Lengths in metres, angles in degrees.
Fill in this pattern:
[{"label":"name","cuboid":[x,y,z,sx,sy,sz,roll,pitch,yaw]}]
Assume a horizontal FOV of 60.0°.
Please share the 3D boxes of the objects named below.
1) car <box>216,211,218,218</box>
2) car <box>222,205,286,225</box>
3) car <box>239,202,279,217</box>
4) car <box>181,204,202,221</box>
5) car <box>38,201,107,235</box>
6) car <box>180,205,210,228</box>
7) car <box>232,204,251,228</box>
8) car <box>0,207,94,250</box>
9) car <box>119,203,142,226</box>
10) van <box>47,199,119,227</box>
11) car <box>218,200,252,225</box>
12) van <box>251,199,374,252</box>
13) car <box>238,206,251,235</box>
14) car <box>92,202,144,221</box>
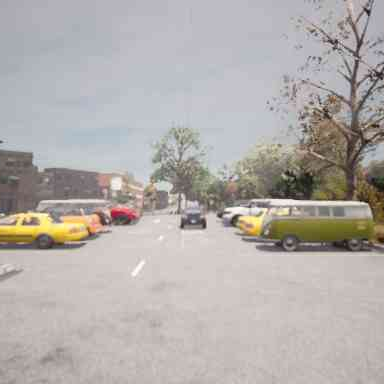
[{"label":"car","cuboid":[5.039,1.708,30.470,5.566,2.045,2.435,0,-2,0]},{"label":"car","cuboid":[5.073,1.885,27.795,4.892,1.521,2.231,0,-2,0]},{"label":"car","cuboid":[8.548,2.255,42.788,4.553,1.767,2.097,1,-3,-8]},{"label":"car","cuboid":[-0.005,2.075,34.348,1.882,1.535,5.008,0,-2,3]},{"label":"car","cuboid":[-7.146,1.523,17.402,4.553,1.767,2.185,0,-1,0]},{"label":"car","cuboid":[0.096,1.841,24.418,1.812,1.442,4.674,0,-1,0]},{"label":"car","cuboid":[5.277,1.681,19.288,5.366,1.575,1.946,0,-1,0]},{"label":"car","cuboid":[-7.362,1.600,14.482,5.366,1.575,1.946,0,-1,0]},{"label":"car","cuboid":[-7.155,1.599,26.632,5.566,2.045,2.435,0,-1,0]},{"label":"van","cuboid":[-7.061,1.483,20.440,4.442,1.987,1.878,0,-1,0]},{"label":"car","cuboid":[5.063,1.557,25.010,5.566,2.045,2.435,0,-2,0]},{"label":"van","cuboid":[4.974,1.366,13.837,4.442,1.987,1.878,0,-1,0]},{"label":"car","cuboid":[5.277,1.633,16.628,5.366,1.575,1.946,0,-1,0]},{"label":"car","cuboid":[-7.180,1.895,32.579,4.553,1.767,2.185,0,-2,0]}]
